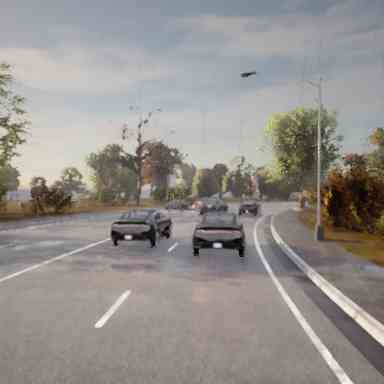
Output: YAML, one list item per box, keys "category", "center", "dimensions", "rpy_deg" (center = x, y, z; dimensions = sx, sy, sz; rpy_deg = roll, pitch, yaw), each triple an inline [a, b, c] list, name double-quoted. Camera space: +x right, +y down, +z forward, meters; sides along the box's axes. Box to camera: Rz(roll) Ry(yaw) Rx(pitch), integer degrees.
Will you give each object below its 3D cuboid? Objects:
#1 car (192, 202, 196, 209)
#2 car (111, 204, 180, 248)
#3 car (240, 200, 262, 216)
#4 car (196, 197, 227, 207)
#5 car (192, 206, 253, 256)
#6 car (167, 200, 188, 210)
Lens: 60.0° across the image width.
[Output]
- category: "car"
  center: [1.648, 1.492, 43.267]
  dimensions: [2.097, 1.767, 4.553]
  rpy_deg: [0, 0, 22]
- category: "car"
  center: [-2.130, 1.533, 15.200]
  dimensions: [2.128, 1.511, 4.902]
  rpy_deg: [0, 0, 8]
- category: "car"
  center: [6.132, 1.648, 34.778]
  dimensions: [1.837, 1.490, 4.892]
  rpy_deg: [0, 0, 19]
- category: "car"
  center: [2.338, 1.473, 34.398]
  dimensions: [2.097, 1.767, 4.553]
  rpy_deg: [0, 0, 17]
- category: "car"
  center: [1.144, 1.541, 13.293]
  dimensions: [2.128, 1.511, 4.902]
  rpy_deg: [0, 0, 7]
- category: "car"
  center: [-2.030, 1.683, 43.495]
  dimensions: [1.994, 1.385, 4.181]
  rpy_deg: [0, 0, 21]
